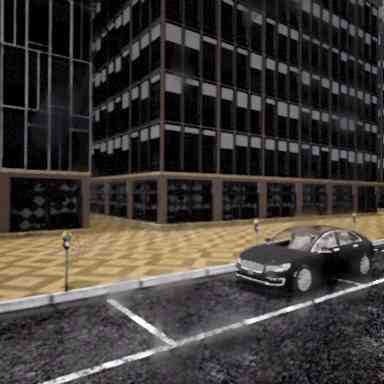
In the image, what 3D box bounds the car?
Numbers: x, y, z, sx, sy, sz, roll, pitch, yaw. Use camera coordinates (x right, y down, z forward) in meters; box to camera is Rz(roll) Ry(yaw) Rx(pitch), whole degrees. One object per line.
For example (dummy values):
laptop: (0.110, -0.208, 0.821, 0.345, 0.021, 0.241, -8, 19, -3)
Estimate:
car: (3.102, 1.579, 8.758, 4.403, 1.369, 2.008, 0, 0, -35)
